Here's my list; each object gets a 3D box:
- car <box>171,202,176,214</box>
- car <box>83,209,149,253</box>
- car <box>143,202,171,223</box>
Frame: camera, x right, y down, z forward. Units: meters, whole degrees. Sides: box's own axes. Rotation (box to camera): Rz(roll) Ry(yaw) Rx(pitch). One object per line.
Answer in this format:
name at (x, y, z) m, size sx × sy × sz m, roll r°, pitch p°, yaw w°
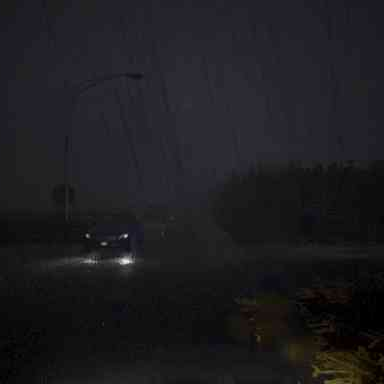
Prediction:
car at (-3.100, 1.961, 42.035) m, size 1.812 × 1.442 × 4.674 m, roll 0°, pitch 0°, yaw 1°
car at (-3.177, 1.645, 14.364) m, size 1.812 × 1.442 × 4.674 m, roll 0°, pitch -1°, yaw 0°
car at (-3.150, 1.807, 29.149) m, size 1.882 × 1.535 × 5.008 m, roll 0°, pitch -1°, yaw 0°
